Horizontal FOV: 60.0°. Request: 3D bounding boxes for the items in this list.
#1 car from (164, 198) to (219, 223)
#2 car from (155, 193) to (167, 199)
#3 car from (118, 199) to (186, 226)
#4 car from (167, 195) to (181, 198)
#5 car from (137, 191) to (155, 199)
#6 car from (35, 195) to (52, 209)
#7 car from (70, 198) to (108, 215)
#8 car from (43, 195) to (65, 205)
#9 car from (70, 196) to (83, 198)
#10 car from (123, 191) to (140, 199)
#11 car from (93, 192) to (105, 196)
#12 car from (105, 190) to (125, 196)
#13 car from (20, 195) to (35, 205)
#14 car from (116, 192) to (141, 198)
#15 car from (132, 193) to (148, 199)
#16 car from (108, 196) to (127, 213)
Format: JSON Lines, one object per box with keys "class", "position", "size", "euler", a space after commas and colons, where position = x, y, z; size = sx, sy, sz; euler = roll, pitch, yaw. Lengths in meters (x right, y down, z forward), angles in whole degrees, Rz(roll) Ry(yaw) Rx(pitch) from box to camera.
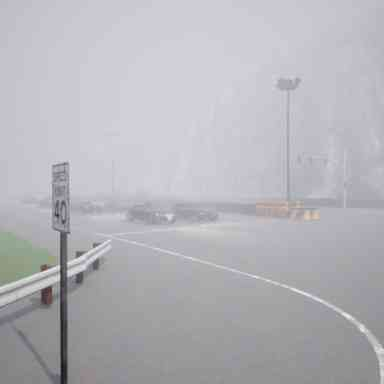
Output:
{"class": "car", "position": [-0.029, 1.464, 25.330], "size": [1.837, 1.490, 4.892], "euler": [0, 0, -38]}
{"class": "car", "position": [-7.899, 0.951, 69.532], "size": [2.097, 1.767, 4.553], "euler": [0, 1, -38]}
{"class": "car", "position": [-2.948, 1.457, 23.379], "size": [2.128, 1.511, 4.902], "euler": [0, 0, -38]}
{"class": "car", "position": [-4.360, 1.207, 70.776], "size": [1.895, 1.301, 4.718], "euler": [0, 1, -38]}
{"class": "car", "position": [-10.358, 0.831, 67.159], "size": [2.150, 2.045, 5.566], "euler": [0, 1, -38]}
{"class": "car", "position": [-18.360, 1.337, 42.978], "size": [1.837, 1.490, 4.892], "euler": [0, 0, -38]}
{"class": "car", "position": [-10.463, 1.515, 32.881], "size": [1.895, 1.301, 4.718], "euler": [0, 0, -38]}
{"class": "car", "position": [-22.478, 1.237, 53.979], "size": [2.033, 1.411, 5.357], "euler": [0, 1, -38]}
{"class": "car", "position": [-15.599, 1.329, 45.134], "size": [1.837, 1.490, 4.892], "euler": [0, 0, -38]}
{"class": "car", "position": [-14.060, 0.740, 77.414], "size": [2.097, 1.767, 4.553], "euler": [0, 1, -38]}
{"class": "car", "position": [-20.872, 0.757, 74.770], "size": [2.097, 1.767, 4.553], "euler": [0, 1, -38]}
{"class": "car", "position": [-16.846, 0.661, 75.295], "size": [2.150, 2.045, 5.566], "euler": [0, 1, -38]}
{"class": "car", "position": [-25.487, 1.217, 52.150], "size": [1.812, 1.442, 4.674], "euler": [0, 1, -37]}
{"class": "car", "position": [-12.208, 1.240, 63.841], "size": [1.895, 1.301, 4.718], "euler": [0, 1, -38]}
{"class": "car", "position": [-12.691, 0.901, 81.347], "size": [1.812, 1.442, 4.674], "euler": [0, 1, -38]}
{"class": "car", "position": [-7.835, 1.470, 35.204], "size": [1.994, 1.385, 4.181], "euler": [0, 0, -38]}
